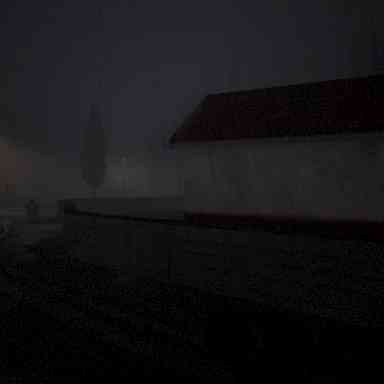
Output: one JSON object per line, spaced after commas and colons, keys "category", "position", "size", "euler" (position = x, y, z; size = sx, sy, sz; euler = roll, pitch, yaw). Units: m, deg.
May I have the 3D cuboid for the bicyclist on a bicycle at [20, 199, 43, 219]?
{"category": "bicyclist on a bicycle", "position": [-13.063, 1.355, 27.083], "size": [0.582, 1.620, 1.656], "euler": [1, 0, 29]}

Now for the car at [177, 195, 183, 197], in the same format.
{"category": "car", "position": [-1.484, 1.406, 59.664], "size": [2.097, 1.767, 4.553], "euler": [1, 0, 25]}

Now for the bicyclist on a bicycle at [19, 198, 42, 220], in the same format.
{"category": "bicyclist on a bicycle", "position": [-12.480, 1.360, 25.753], "size": [1.656, 1.620, 0.582], "euler": [0, 0, -15]}

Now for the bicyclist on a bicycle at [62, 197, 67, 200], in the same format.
{"category": "bicyclist on a bicycle", "position": [-10.562, 1.230, 27.609], "size": [0.582, 1.620, 1.656], "euler": [1, 0, -4]}
